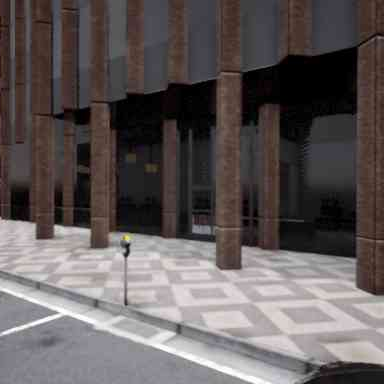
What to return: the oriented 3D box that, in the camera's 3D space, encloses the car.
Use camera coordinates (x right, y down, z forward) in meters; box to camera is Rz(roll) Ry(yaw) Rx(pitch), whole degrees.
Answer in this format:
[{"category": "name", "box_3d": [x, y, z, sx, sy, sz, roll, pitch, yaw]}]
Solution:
[{"category": "car", "box_3d": [2.326, 1.574, 1.306, 4.313, 1.339, 1.947, 0, 0, 35]}]
